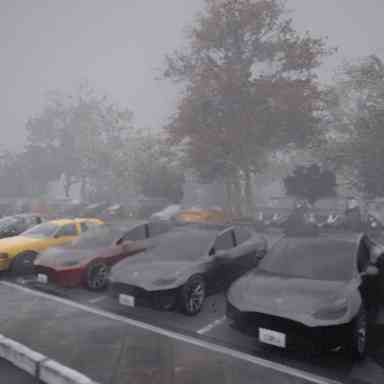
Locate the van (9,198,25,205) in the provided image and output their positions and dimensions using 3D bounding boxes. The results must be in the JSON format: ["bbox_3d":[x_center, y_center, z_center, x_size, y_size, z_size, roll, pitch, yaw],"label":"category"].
[{"bbox_3d":[-17.002,1.606,36.360,1.878,1.987,4.442,-1,-1,36],"label":"van"}]

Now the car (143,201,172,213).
[{"bbox_3d":[-1.176,1.681,25.136,2.002,1.452,4.674,-1,0,36],"label":"car"}]

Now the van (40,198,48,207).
[{"bbox_3d":[-12.360,1.551,33.313,1.878,1.987,4.442,-1,0,36],"label":"van"}]

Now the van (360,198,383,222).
[{"bbox_3d":[10.101,1.277,16.886,1.878,1.987,4.442,-1,0,36],"label":"van"}]

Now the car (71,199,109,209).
[{"bbox_3d":[-7.829,1.721,29.906,2.097,1.535,5.008,-1,0,36],"label":"car"}]

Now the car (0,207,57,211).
[{"bbox_3d":[-8.801,1.644,14.497,2.231,1.521,4.892,-1,0,36],"label":"car"}]

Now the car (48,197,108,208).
[{"bbox_3d":[-10.195,1.499,31.578,2.435,2.045,5.566,-1,0,36],"label":"car"}]

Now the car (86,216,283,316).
[{"bbox_3d":[0.204,1.562,7.999,2.163,1.488,4.792,-1,0,36],"label":"car"}]

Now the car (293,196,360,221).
[{"bbox_3d":[7.904,1.279,18.574,2.435,2.045,5.566,-1,0,36],"label":"car"}]

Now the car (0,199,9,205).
[{"bbox_3d":[-19.054,1.885,37.985,2.097,1.535,5.008,-2,-1,36],"label":"car"}]

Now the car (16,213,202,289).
[{"bbox_3d":[-2.051,1.590,9.619,2.163,1.488,4.792,-1,0,36],"label":"car"}]

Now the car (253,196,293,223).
[{"bbox_3d":[5.654,1.306,20.190,2.435,2.045,5.566,-1,0,36],"label":"car"}]

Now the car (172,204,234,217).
[{"bbox_3d":[1.169,1.612,23.441,2.097,1.535,5.008,-1,0,36],"label":"car"}]

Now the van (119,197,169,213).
[{"bbox_3d":[-3.362,1.442,26.847,1.878,1.987,4.442,-1,0,36],"label":"van"}]

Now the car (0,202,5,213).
[{"bbox_3d":[-28.056,2.173,44.439,2.231,1.521,4.892,-2,-1,36],"label":"car"}]

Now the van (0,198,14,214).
[{"bbox_3d":[-25.740,1.875,42.927,1.878,1.987,4.442,-2,-1,36],"label":"van"}]

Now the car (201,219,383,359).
[{"bbox_3d":[2.458,1.535,6.379,2.163,1.488,4.792,-1,0,36],"label":"car"}]

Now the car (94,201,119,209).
[{"bbox_3d":[-5.576,1.734,28.292,2.002,1.452,4.674,-1,0,36],"label":"car"}]

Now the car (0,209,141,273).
[{"bbox_3d":[-4.397,1.585,11.112,1.946,1.575,5.366,-1,0,36],"label":"car"}]

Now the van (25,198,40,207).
[{"bbox_3d":[-14.508,1.578,34.856,1.878,1.987,4.442,-1,0,36],"label":"van"}]

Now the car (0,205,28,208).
[{"bbox_3d":[-11.160,1.667,15.972,1.946,1.575,5.366,-1,0,36],"label":"car"}]

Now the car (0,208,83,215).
[{"bbox_3d":[-6.539,1.616,12.888,2.231,1.521,4.892,-1,0,36],"label":"car"}]
